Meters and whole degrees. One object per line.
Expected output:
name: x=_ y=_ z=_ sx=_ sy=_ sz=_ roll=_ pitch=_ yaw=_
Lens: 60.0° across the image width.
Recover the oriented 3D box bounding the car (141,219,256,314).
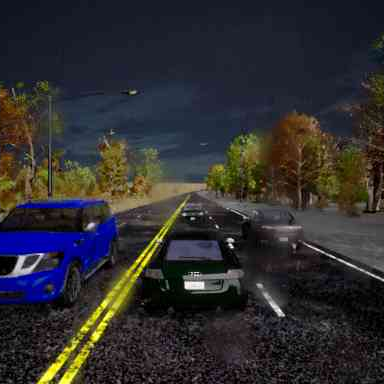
car: x=0.057 y=1.563 z=7.686 sx=1.994 sy=1.385 sz=4.181 roll=0 pitch=0 yaw=0

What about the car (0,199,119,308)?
car: x=-3.351 y=1.220 z=8.252 sx=2.150 sy=2.045 sz=5.566 roll=0 pitch=0 yaw=0

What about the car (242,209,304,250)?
car: x=3.324 y=1.489 z=14.362 sx=2.128 sy=1.511 sz=4.902 roll=0 pitch=0 yaw=1

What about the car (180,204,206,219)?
car: x=0.058 y=1.572 z=25.981 sx=1.895 sy=1.301 sz=4.718 roll=-2 pitch=1 yaw=0

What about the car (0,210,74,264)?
car: x=-6.602 y=1.546 z=13.107 sx=2.033 sy=1.411 sz=5.357 roll=0 pitch=0 yaw=0
